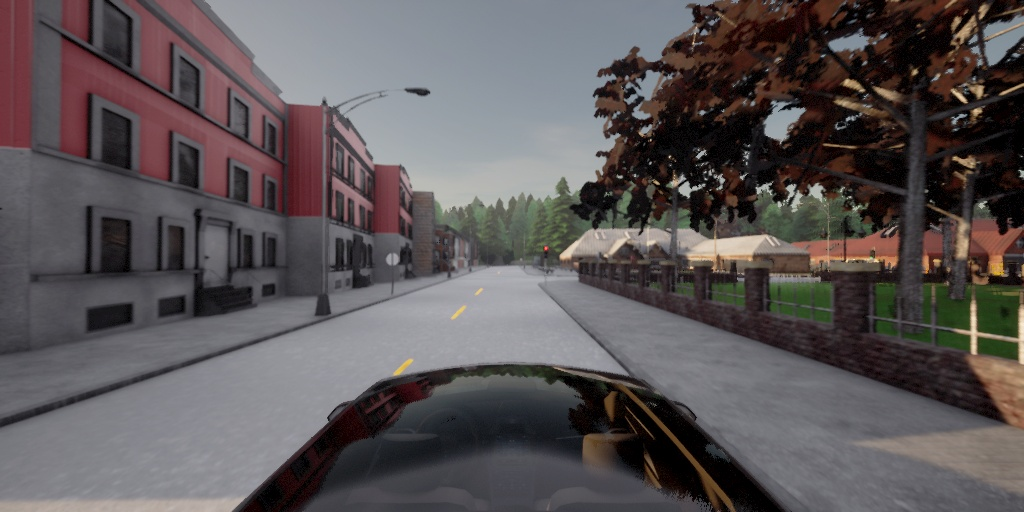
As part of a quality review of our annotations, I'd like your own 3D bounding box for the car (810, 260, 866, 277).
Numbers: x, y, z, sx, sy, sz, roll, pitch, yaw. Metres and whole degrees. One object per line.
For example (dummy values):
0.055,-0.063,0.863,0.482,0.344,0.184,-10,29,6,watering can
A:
36.998,1.428,40.513,5.566,2.045,2.150,0,-1,0,car
